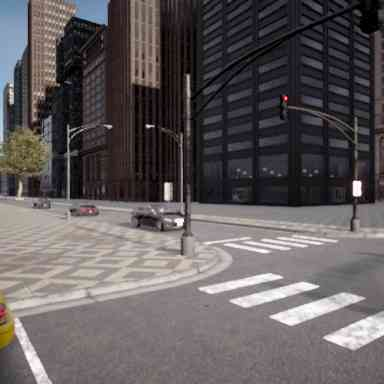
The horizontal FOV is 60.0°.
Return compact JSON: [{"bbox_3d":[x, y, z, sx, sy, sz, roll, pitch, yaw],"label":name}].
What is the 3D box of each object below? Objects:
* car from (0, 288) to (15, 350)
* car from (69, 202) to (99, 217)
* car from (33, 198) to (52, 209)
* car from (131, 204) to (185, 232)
[{"bbox_3d":[-4.573,1.526,3.389,4.829,1.417,1.752,0,0,-36],"label":"car"},{"bbox_3d":[-10.540,1.638,32.320,1.994,1.385,4.181,0,0,-36],"label":"car"},{"bbox_3d":[-21.462,1.635,47.643,1.837,1.490,4.892,0,0,-36],"label":"car"},{"bbox_3d":[-2.078,1.529,20.560,2.128,1.511,4.902,0,0,-36],"label":"car"}]
